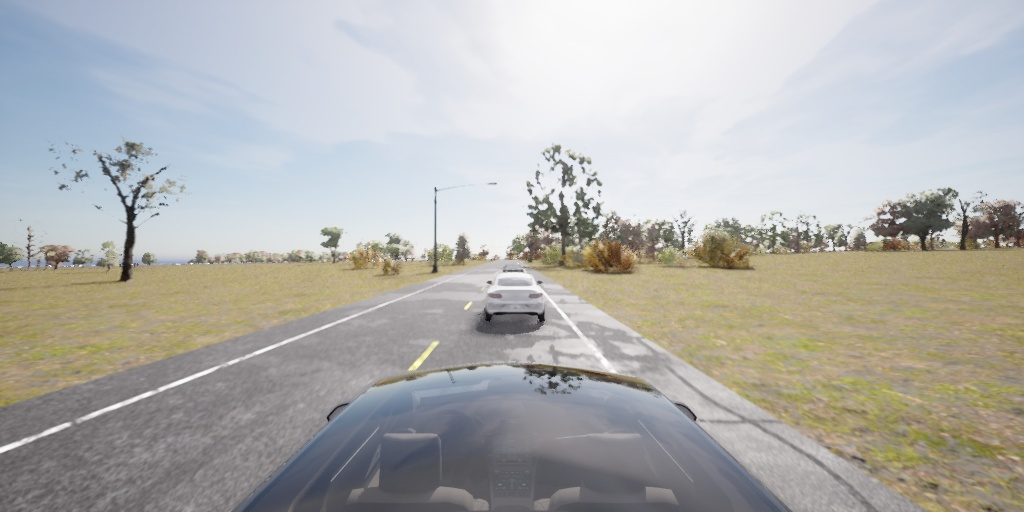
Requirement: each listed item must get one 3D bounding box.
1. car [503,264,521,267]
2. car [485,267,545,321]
[{"bbox_3d":[0.087,1.357,33.708,1.895,1.301,4.718,0,0,0],"label":"car"},{"bbox_3d":[0.096,1.277,12.366,1.812,1.442,4.674,0,0,0],"label":"car"}]
